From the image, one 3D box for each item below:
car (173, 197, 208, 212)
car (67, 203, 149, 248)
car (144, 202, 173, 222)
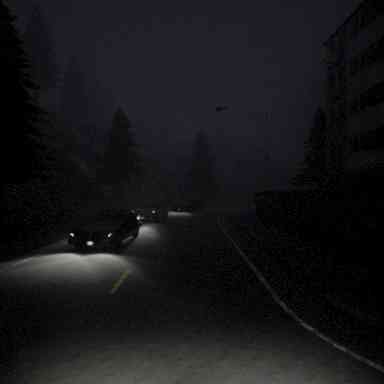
[{"bbox_3d":[-0.095,1.267,34.799,2.033,1.411,5.357,0,1,26],"label":"car"},{"bbox_3d":[-3.517,1.430,14.536,2.033,1.411,5.357,0,0,3],"label":"car"},{"bbox_3d":[-3.001,1.403,24.531,1.895,1.301,4.718,0,0,8],"label":"car"}]
